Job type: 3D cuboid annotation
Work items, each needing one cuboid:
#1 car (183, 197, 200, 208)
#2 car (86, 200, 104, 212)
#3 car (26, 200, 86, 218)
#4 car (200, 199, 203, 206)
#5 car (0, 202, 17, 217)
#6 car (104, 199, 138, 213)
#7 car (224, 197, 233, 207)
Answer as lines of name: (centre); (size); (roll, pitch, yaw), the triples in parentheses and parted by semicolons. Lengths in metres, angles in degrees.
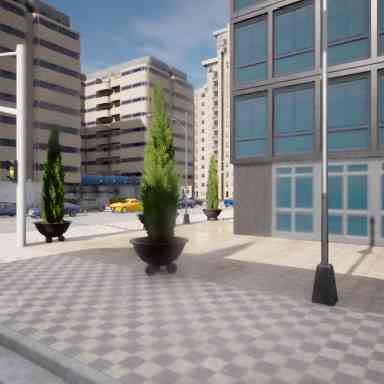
car: (-1.327, 1.581, 45.860); (1.812, 1.442, 4.674); (0, 0, 35)
car: (-11.748, 1.619, 37.230); (1.994, 1.385, 4.181); (0, 0, 35)
car: (-12.428, 1.581, 30.182); (1.812, 1.442, 4.674); (0, 0, 35)
car: (0.031, 1.581, 53.783); (1.812, 1.442, 4.674); (0, 0, 36)
car: (-17.084, 1.603, 29.700); (2.033, 1.411, 5.357); (0, 0, 35)
car: (-7.105, 1.533, 37.731); (1.882, 1.535, 5.008); (0, 0, 35)
car: (6.740, 1.533, 50.885); (1.882, 1.535, 5.008); (0, 0, 35)
